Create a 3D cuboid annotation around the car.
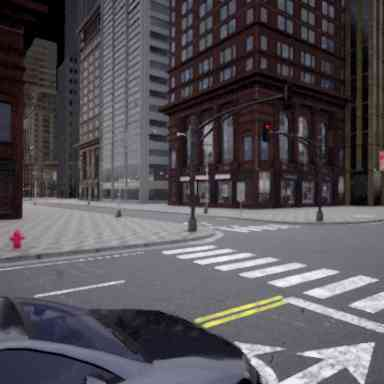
[{"bbox_3d":[-1.386,1.562,2.450,4.181,1.385,1.994,0,0,-36],"label":"car"}]
